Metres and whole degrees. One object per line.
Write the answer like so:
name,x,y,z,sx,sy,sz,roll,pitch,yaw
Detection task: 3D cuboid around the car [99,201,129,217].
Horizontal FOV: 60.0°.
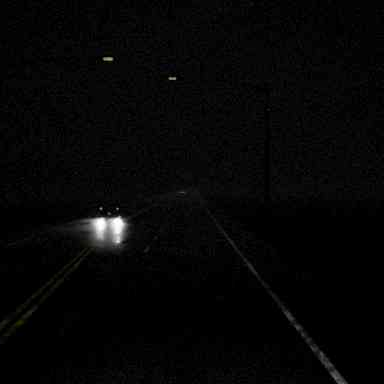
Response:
car,-7.127,1.511,30.726,1.895,1.301,4.718,0,0,-1
